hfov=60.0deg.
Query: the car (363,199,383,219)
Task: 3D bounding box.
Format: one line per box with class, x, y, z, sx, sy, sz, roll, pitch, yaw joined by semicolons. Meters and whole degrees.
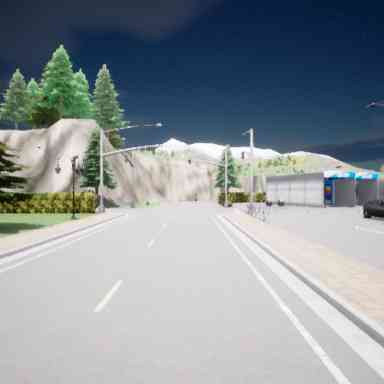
car;14.203;1.300;24.074;2.007;1.523;4.514;0;0;0
